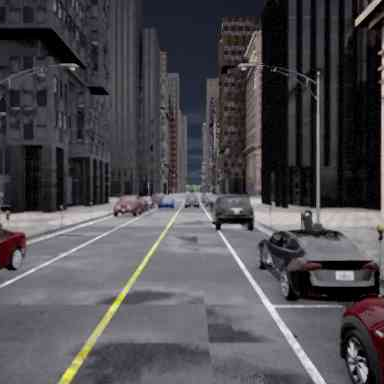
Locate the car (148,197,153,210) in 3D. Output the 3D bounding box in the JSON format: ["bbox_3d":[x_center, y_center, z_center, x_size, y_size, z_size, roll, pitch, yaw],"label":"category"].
[{"bbox_3d":[-5.756,1.446,36.096,1.947,1.339,4.313,0,0,0],"label":"car"}]

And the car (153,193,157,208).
[{"bbox_3d":[-5.755,1.302,41.697,1.967,1.590,4.097,0,0,0],"label":"car"}]

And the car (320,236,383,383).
[{"bbox_3d":[2.760,1.431,2.486,1.967,1.590,4.097,0,0,0],"label":"car"}]

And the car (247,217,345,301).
[{"bbox_3d":[2.762,1.539,8.088,1.947,1.339,4.313,0,0,0],"label":"car"}]

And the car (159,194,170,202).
[{"bbox_3d":[-5.748,1.212,69.708,1.967,1.590,4.097,0,0,0],"label":"car"}]

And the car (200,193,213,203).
[{"bbox_3d":[2.775,1.105,64.105,2.192,1.841,5.009,0,0,0],"label":"car"}]

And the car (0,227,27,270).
[{"bbox_3d":[-5.764,1.518,8.085,1.887,1.381,4.507,0,0,0],"label":"car"}]

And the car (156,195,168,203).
[{"bbox_3d":[-5.749,1.316,63.936,1.752,1.417,4.829,0,0,0],"label":"car"}]

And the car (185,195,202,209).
[{"bbox_3d":[0.042,1.458,42.920,1.895,1.301,4.718,0,0,1],"label":"car"}]

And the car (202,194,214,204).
[{"bbox_3d":[2.775,1.248,58.503,1.967,1.590,4.097,0,0,0],"label":"car"}]

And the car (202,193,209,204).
[{"bbox_3d":[2.772,1.284,47.299,1.967,1.590,4.097,0,0,0],"label":"car"}]

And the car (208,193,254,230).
[{"bbox_3d":[2.399,1.160,20.518,2.150,2.045,5.566,0,0,0],"label":"car"}]

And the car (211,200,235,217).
[{"bbox_3d":[2.768,1.480,30.495,1.802,1.307,4.206,0,0,0],"label":"car"}]

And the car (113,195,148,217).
[{"bbox_3d":[-5.759,1.214,30.493,2.192,1.841,5.009,0,0,0],"label":"car"}]

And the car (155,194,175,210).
[{"bbox_3d":[-3.080,1.342,40.888,1.882,1.535,5.008,0,0,0],"label":"car"}]

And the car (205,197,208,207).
[{"bbox_3d":[2.769,1.446,36.097,1.947,1.339,4.313,0,0,0],"label":"car"}]
